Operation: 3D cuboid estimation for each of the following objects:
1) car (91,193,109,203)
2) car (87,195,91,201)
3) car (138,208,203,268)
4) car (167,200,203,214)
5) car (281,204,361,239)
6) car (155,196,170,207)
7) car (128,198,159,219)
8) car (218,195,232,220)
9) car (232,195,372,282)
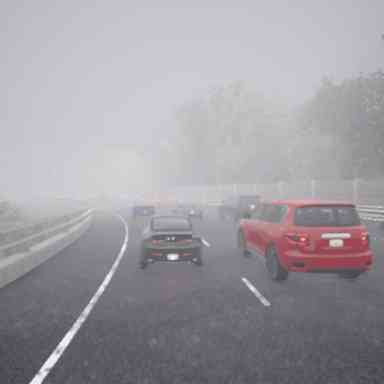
[{"bbox_3d":[-20.544,1.314,75.407,2.150,2.045,5.566,0,0,-30],"label":"car"},{"bbox_3d":[-27.619,1.642,91.346,2.128,1.511,4.902,0,0,-13],"label":"car"},{"bbox_3d":[-0.779,1.511,11.427,1.837,1.490,4.892,0,0,-6],"label":"car"},{"bbox_3d":[-0.500,1.573,28.203,1.994,1.385,4.181,0,0,-15],"label":"car"},{"bbox_3d":[6.768,1.485,18.158,1.837,1.490,4.892,0,0,-9],"label":"car"},{"bbox_3d":[-4.686,1.381,48.633,2.097,1.767,4.553,0,0,-26],"label":"car"},{"bbox_3d":[-4.540,1.501,29.637,1.882,1.535,5.008,0,0,-16],"label":"car"},{"bbox_3d":[3.691,1.214,25.803,2.150,2.045,5.566,0,0,-12],"label":"car"},{"bbox_3d":[2.928,1.214,9.963,2.150,2.045,5.566,0,0,-5],"label":"car"}]
